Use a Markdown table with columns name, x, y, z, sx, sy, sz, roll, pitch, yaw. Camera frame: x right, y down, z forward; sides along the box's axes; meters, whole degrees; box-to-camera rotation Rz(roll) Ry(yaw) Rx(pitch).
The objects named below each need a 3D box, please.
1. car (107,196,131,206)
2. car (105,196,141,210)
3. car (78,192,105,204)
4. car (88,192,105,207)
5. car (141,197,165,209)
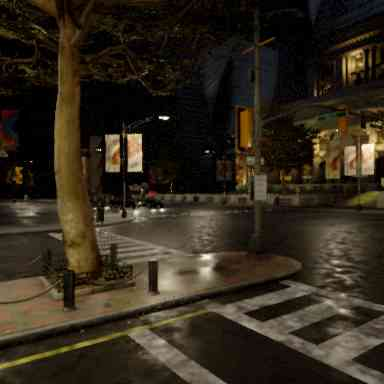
| name | x | y | z | sx | sy | sz | roll | pitch | yaw |
| --- | --- | --- | --- | --- | --- | --- | --- | --- | --- |
| car | -11.216 | 1.389 | 51.046 | 1.812 | 1.442 | 4.674 | 0 | 0 | -36 |
| car | -8.688 | 1.364 | 41.569 | 1.882 | 1.535 | 5.008 | 0 | 0 | -35 |
| car | -17.934 | 1.089 | 59.335 | 5.566 | 2.045 | 2.150 | 0 | 0 | 45 |
| car | -14.133 | 1.239 | 49.078 | 2.097 | 1.767 | 4.553 | 0 | 0 | -37 |
| car | -5.630 | 1.409 | 43.321 | 2.033 | 1.411 | 5.357 | 0 | 0 | -35 |
